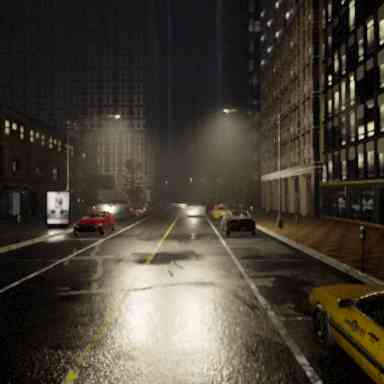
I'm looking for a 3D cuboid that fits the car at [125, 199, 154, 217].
[{"bbox_3d":[-5.668,1.829,36.513,1.967,1.590,4.097,0,-1,0],"label":"car"}]

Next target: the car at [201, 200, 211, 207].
[{"bbox_3d":[2.866,2.329,69.653,1.802,1.307,4.206,0,-1,0],"label":"car"}]

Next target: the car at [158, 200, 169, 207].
[{"bbox_3d":[-5.774,2.277,68.283,1.887,1.381,4.507,0,-1,0],"label":"car"}]

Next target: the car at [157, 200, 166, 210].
[{"bbox_3d":[-5.657,2.008,53.085,1.967,1.590,4.097,0,-1,0],"label":"car"}]

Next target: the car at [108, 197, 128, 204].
[{"bbox_3d":[-18.547,2.210,83.633,5.009,1.841,2.192,0,0,1],"label":"car"}]

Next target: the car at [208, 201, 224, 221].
[{"bbox_3d":[2.708,1.857,31.155,1.752,1.417,4.829,0,-1,0],"label":"car"}]

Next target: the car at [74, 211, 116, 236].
[{"bbox_3d":[-5.679,1.794,19.940,1.802,1.307,4.206,0,-1,0],"label":"car"}]

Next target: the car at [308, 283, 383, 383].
[{"bbox_3d":[2.689,1.564,3.535,1.752,1.417,4.829,0,-1,0],"label":"car"}]

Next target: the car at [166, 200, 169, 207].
[{"bbox_3d":[-5.711,2.194,58.606,1.947,1.339,4.313,0,-1,0],"label":"car"}]

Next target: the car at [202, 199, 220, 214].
[{"bbox_3d":[2.715,1.764,42.036,2.192,1.841,5.009,0,-1,0],"label":"car"}]

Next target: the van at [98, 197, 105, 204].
[{"bbox_3d":[-24.088,2.228,83.694,3.998,1.788,1.690,0,0,1],"label":"van"}]

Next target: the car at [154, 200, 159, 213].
[{"bbox_3d":[-5.664,2.030,42.036,1.802,1.307,4.206,0,-1,0],"label":"car"}]

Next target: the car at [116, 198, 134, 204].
[{"bbox_3d":[-18.455,2.492,92.012,4.403,1.369,2.008,0,0,1],"label":"car"}]

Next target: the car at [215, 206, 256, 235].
[{"bbox_3d":[2.701,1.763,19.938,2.008,1.369,4.403,0,-1,0],"label":"car"}]
